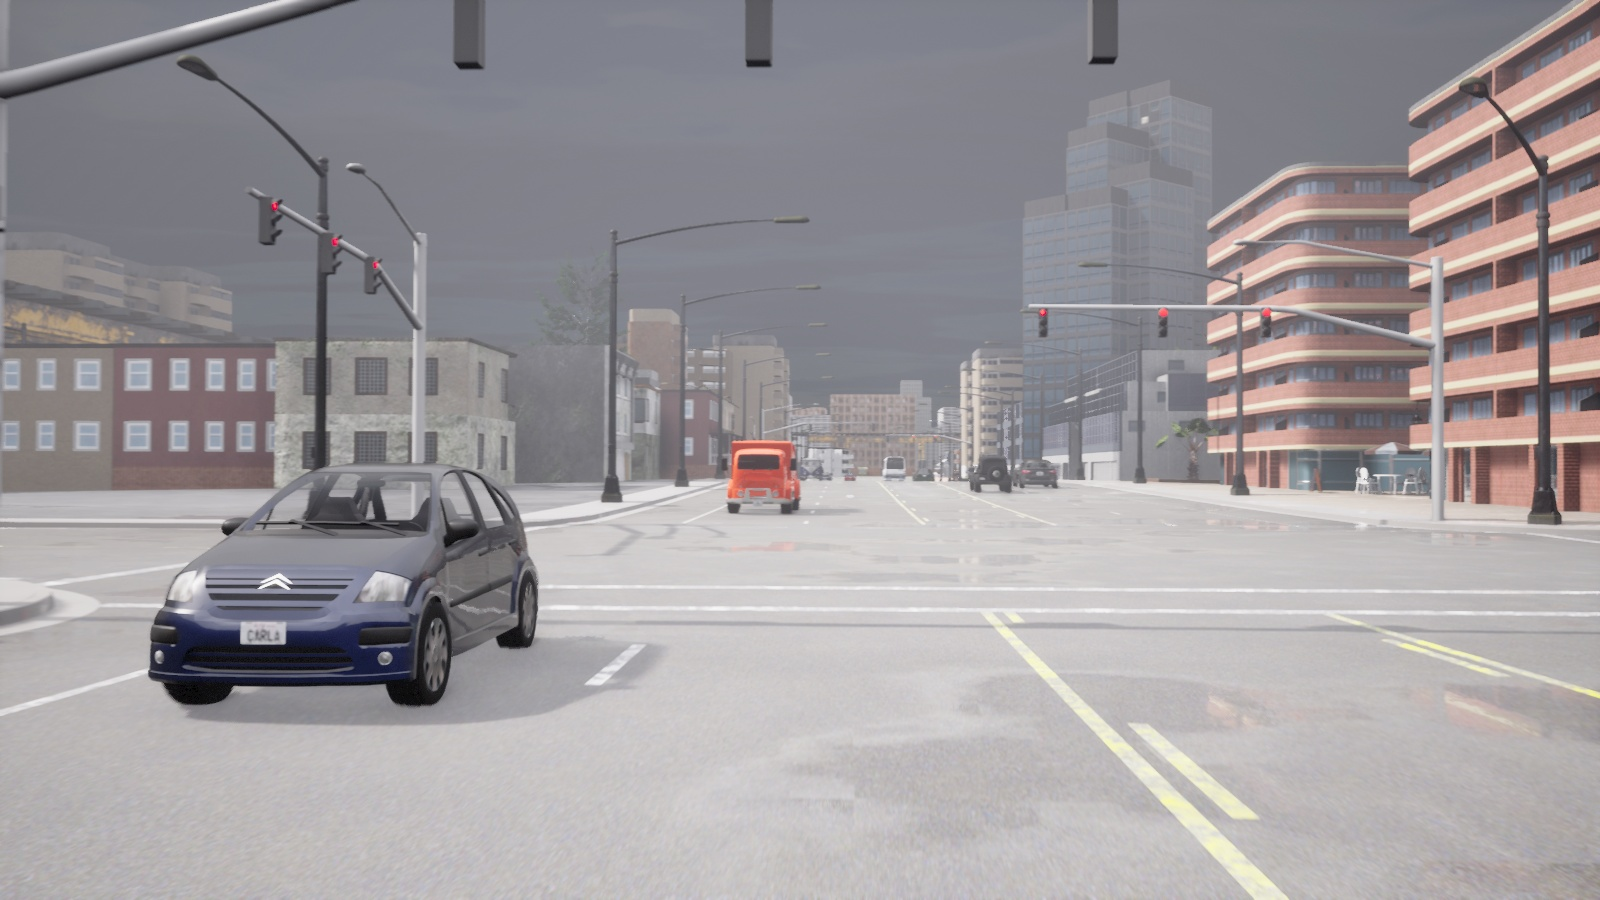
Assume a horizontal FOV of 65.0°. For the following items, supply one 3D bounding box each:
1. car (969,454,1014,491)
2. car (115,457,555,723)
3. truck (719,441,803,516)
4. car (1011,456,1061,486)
[{"bbox_3d":[10.070,1.180,66.195,1.905,1.878,3.866,0,0,2],"label":"car"},{"bbox_3d":[-3.223,0.885,9.645,1.851,1.617,3.988,0,-1,1],"label":"car"},{"bbox_3d":[-1.274,0.929,43.961,2.627,2.467,5.204,0,0,2],"label":"truck"},{"bbox_3d":[13.867,1.206,74.071,2.242,1.667,4.611,0,0,2],"label":"car"}]
